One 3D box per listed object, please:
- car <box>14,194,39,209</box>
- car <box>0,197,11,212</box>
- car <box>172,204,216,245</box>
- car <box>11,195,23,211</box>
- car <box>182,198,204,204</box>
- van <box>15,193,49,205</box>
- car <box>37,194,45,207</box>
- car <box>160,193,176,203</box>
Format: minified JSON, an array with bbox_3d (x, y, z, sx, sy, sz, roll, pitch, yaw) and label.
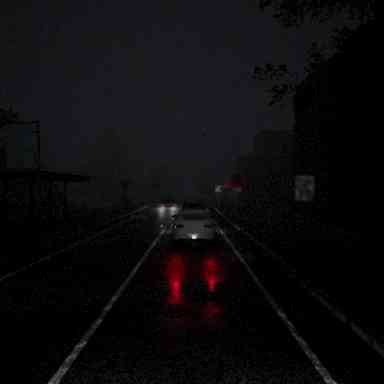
[{"bbox_3d":[-21.901,1.355,40.010,5.366,1.575,1.946,0,0,0],"label":"car"},{"bbox_3d":[-22.078,1.375,34.461,4.892,1.521,2.231,0,0,0],"label":"car"},{"bbox_3d":[0.085,1.476,15.049,1.812,1.442,4.674,0,0,0],"label":"car"},{"bbox_3d":[-22.115,1.395,37.236,4.792,1.488,2.163,0,0,0],"label":"car"},{"bbox_3d":[0.102,1.318,30.595,1.882,1.535,5.008,0,1,0],"label":"car"},{"bbox_3d":[-21.974,1.117,45.560,4.442,1.987,1.878,0,0,0],"label":"van"},{"bbox_3d":[-22.119,1.380,42.787,4.792,1.488,2.163,0,0,0],"label":"car"},{"bbox_3d":[-3.302,0.947,46.868,1.837,1.490,4.892,0,-6,0],"label":"car"}]
